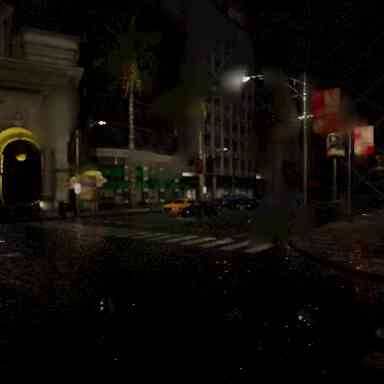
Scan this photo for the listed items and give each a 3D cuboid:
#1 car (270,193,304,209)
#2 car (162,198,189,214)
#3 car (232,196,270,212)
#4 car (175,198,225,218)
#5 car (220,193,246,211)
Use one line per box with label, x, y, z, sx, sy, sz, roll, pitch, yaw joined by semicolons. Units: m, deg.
car;13.575;1.186;45.996;5.566;2.045;2.150;0;0;-45
car;-0.861;1.427;33.425;1.882;1.535;5.008;0;0;37
car;6.749;1.486;37.786;1.812;1.442;4.674;0;0;37
car;0.802;1.522;29.788;1.994;1.385;4.181;0;0;36
car;4.982;1.173;41.274;2.150;2.045;5.566;0;0;38
